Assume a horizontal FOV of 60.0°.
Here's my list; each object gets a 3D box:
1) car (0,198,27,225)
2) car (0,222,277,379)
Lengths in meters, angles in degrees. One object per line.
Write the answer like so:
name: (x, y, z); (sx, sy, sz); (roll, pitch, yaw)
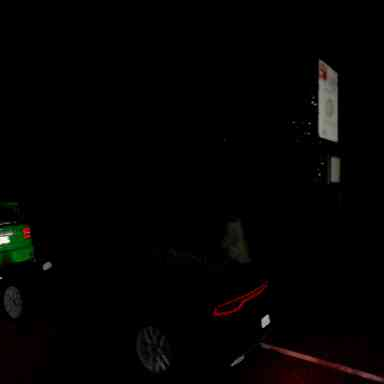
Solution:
car: (-6.627, 1.166, 8.662); (5.566, 2.045, 2.150); (0, 1, 27)
car: (-1.164, 1.455, 5.530); (5.008, 1.535, 1.882); (0, 0, 33)
